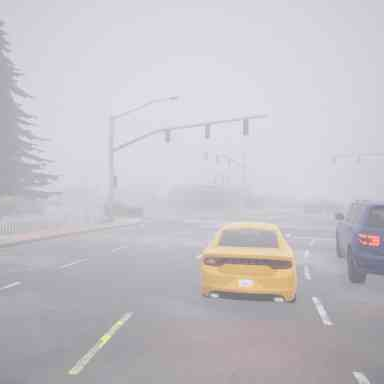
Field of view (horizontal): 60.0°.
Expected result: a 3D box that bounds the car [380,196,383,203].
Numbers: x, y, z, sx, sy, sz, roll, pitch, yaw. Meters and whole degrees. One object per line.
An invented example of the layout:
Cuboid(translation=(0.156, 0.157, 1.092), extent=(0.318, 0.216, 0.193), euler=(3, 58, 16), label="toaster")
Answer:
Cuboid(translation=(40.376, 1.540, 69.235), extent=(2.033, 1.411, 5.357), euler=(0, 0, 31), label="car")

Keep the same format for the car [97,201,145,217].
Cuboid(translation=(-6.844, 1.656, 32.362), extent=(4.718, 1.301, 1.895), euler=(0, 0, 32), label="car")

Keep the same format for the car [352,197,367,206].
Cuboid(translation=(27.448, 1.525, 54.563), extent=(1.812, 1.442, 4.674), euler=(0, 0, 31), label="car")

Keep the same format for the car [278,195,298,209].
Cuboid(translation=(13.260, 1.547, 45.125), extent=(2.033, 1.411, 5.357), euler=(0, 0, 31), label="car")

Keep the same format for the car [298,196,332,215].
Cuboid(translation=(13.516, 1.522, 33.986), extent=(5.008, 1.535, 1.882), euler=(0, 1, -33), label="car")

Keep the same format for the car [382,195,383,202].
Cuboid(translation=(45.735, 1.478, 78.025), extent=(1.882, 1.535, 5.008), euler=(0, 0, 31), label="car")

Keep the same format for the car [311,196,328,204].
Cuboid(translation=(24.090, 1.491, 62.737), extent=(2.128, 1.511, 4.902), euler=(0, 0, 32), label="car")

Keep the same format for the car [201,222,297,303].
Cuboid(translation=(1.475, 1.478, 8.368), extent=(1.882, 1.535, 5.008), euler=(0, 0, 12), label="car")

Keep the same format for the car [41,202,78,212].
Cuboid(translation=(-14.858, 1.581, 37.349), extent=(4.674, 1.442, 1.812), euler=(0, 0, 32), label="car")

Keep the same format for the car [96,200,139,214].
Cuboid(translation=(-8.451, 1.656, 37.475), extent=(4.718, 1.301, 1.895), euler=(0, 0, 32), label="car")

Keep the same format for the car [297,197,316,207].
Cuboid(translation=(18.602, 1.526, 53.868), extent=(1.812, 1.442, 4.674), euler=(0, 0, 32), label="car")

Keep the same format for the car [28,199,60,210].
Cuboid(translation=(-19.834, 1.618, 44.536), extent=(4.181, 1.385, 1.994), euler=(0, 0, 32), label="car")

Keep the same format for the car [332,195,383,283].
Cuboid(translation=(5.436, 1.221, 9.406), extent=(2.150, 2.045, 5.566), euler=(0, 0, 19), label="car")
